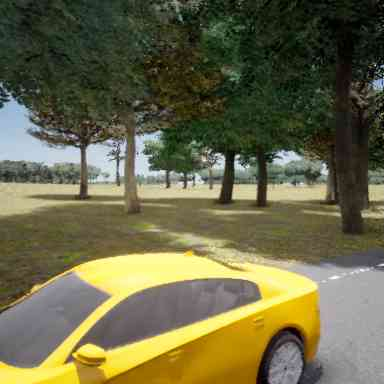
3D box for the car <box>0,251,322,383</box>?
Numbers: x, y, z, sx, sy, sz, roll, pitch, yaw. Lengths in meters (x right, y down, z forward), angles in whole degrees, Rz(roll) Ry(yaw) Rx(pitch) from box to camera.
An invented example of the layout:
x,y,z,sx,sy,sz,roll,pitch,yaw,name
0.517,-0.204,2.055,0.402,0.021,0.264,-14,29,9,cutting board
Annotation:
x,y,z,sx,sy,sz,roll,pitch,yaw,name
-0.702,1.474,3.493,5.008,1.535,1.882,0,0,-35,car
